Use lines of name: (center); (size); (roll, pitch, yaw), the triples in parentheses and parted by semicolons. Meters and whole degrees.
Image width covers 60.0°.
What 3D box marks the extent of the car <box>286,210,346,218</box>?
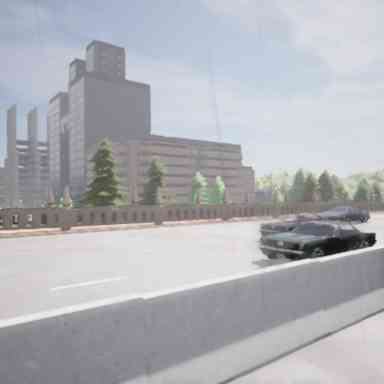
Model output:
car: (5.594, 1.761, 16.995); (4.718, 1.301, 1.895); (0, -1, -37)

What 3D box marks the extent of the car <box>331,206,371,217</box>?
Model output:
car: (12.092, 1.799, 26.291); (5.357, 1.411, 2.033); (0, -1, -37)

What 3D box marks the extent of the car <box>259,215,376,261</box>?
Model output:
car: (4.547, 1.714, 11.817); (4.718, 1.301, 1.895); (0, -1, -37)
